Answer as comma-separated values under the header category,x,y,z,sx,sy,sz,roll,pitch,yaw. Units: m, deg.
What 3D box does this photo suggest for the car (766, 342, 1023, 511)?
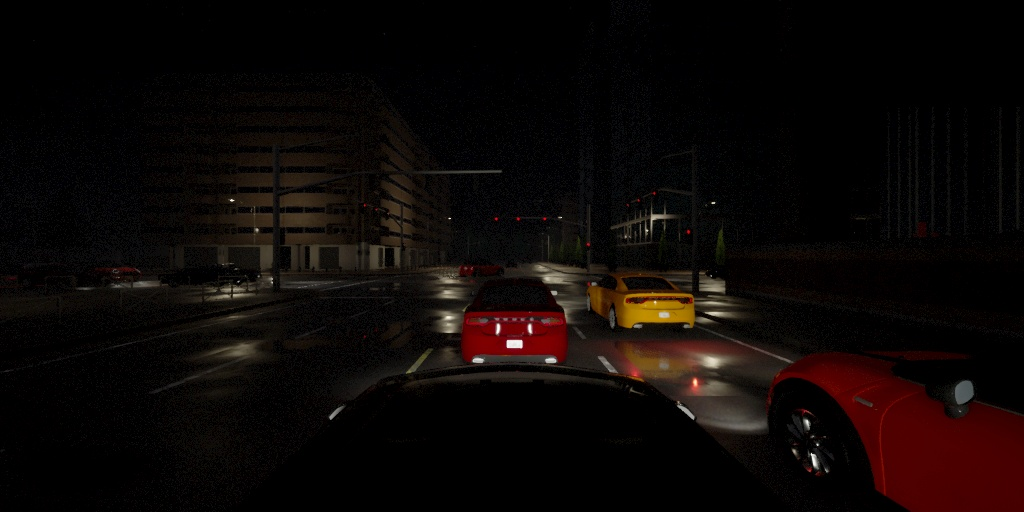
category,x,y,z,sx,sy,sz,roll,pitch,yaw
car,3.600,1.102,1.717,2.097,1.767,4.553,0,0,0

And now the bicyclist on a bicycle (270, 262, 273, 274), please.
category,x,y,z,sx,sy,sz,roll,pitch,yaw
bicyclist on a bicycle,-25.535,1.106,38.622,0.582,1.620,1.656,0,0,0

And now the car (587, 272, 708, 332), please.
category,x,y,z,sx,sy,sz,roll,pitch,yaw
car,3.578,1.228,10.863,1.882,1.535,5.008,0,0,0

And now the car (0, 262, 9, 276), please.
category,x,y,z,sx,sy,sz,roll,pitch,yaw
car,-50.346,1.297,34.885,4.902,1.511,2.128,0,0,1

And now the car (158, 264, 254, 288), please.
category,x,y,z,sx,sy,sz,roll,pitch,yaw
car,-20.604,1.406,24.119,4.718,1.301,1.895,0,0,0

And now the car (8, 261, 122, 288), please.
category,x,y,z,sx,sy,sz,roll,pitch,yaw
car,-29.972,1.283,24.157,5.008,1.535,1.882,0,0,0

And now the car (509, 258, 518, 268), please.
category,x,y,z,sx,sy,sz,roll,pitch,yaw
car,-0.111,1.275,60.026,1.812,1.442,4.674,0,0,1

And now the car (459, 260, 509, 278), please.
category,x,y,z,sx,sy,sz,roll,pitch,yaw
car,-2.780,1.128,33.572,2.097,1.767,4.553,0,0,40

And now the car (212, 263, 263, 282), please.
category,x,y,z,sx,sy,sz,roll,pitch,yaw
car,-21.962,1.297,27.625,4.902,1.511,2.128,0,0,0

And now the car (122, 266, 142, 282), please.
category,x,y,z,sx,sy,sz,roll,pitch,yaw
car,-31.578,1.161,27.665,4.553,1.767,2.097,0,0,0

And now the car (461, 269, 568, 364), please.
category,x,y,z,sx,sy,sz,roll,pitch,yaw
car,0.059,1.228,8.088,1.882,1.535,5.008,0,0,0

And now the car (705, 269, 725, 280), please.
category,x,y,z,sx,sy,sz,roll,pitch,yaw
car,19.523,1.406,31.167,4.718,1.301,1.895,0,0,0
